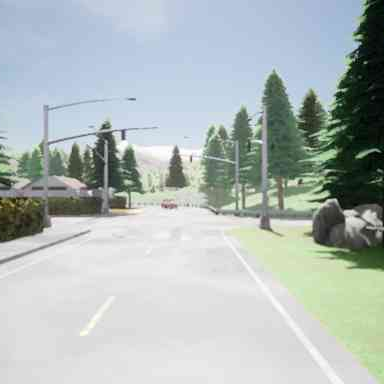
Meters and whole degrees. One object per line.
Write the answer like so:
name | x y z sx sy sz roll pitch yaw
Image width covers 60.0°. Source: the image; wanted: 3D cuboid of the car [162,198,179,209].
car | -3.627 1.855 55.080 2.097 1.767 4.553 -1 0 -15
